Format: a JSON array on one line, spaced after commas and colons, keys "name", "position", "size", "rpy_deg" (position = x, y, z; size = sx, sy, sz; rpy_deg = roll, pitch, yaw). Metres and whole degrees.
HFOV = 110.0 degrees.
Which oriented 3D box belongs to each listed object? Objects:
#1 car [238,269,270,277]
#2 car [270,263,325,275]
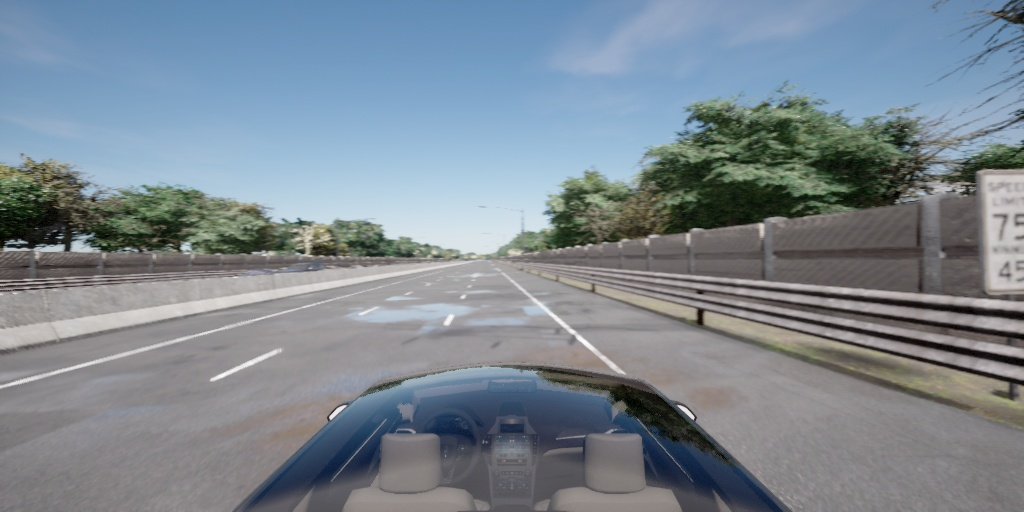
[{"name": "car", "position": [-22.965, 2.004, 33.238], "size": [2.128, 1.511, 4.902], "rpy_deg": [-1, 0, -4]}, {"name": "car", "position": [-19.478, 1.653, 33.403], "size": [2.150, 2.045, 5.566], "rpy_deg": [-1, 0, -4]}]
